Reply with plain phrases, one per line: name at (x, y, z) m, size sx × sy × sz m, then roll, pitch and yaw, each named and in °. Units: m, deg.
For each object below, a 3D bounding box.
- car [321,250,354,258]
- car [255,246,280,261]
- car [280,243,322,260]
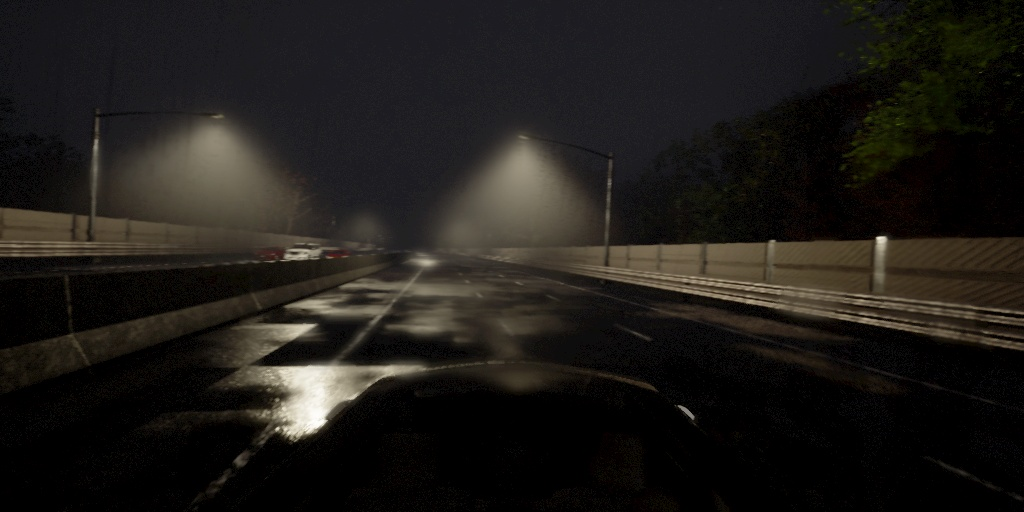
car at (-18.610, 0.059, 38.985) m, size 1.882 × 1.535 × 5.008 m, roll 3°, pitch 0°, yaw -12°
car at (-25.721, -0.296, 38.759) m, size 1.882 × 1.535 × 5.008 m, roll 3°, pitch 0°, yaw -12°
car at (-21.989, -0.365, 38.068) m, size 2.150 × 2.045 × 5.566 m, roll 3°, pitch 0°, yaw -12°
